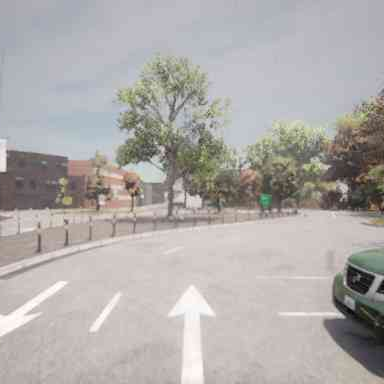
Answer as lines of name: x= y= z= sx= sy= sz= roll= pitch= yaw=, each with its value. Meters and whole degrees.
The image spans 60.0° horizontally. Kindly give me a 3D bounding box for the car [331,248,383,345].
car: x=5.058 y=1.257 z=4.853 sx=5.566 sy=2.045 sz=2.435 roll=0 pitch=0 yaw=0
